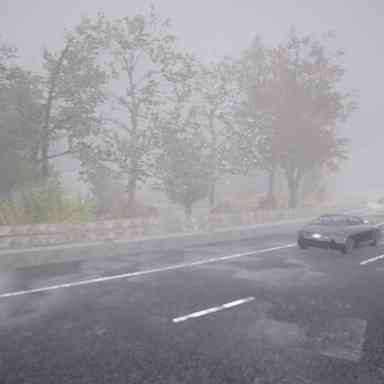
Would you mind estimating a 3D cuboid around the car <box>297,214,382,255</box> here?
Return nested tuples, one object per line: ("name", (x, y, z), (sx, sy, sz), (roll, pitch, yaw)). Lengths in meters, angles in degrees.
("car", (6.092, 1.591, 13.624), (4.181, 1.385, 1.994), (0, 0, -42))

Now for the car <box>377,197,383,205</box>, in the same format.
("car", (36.014, 1.618, 61.744), (1.994, 1.385, 4.181), (0, 0, 14))
